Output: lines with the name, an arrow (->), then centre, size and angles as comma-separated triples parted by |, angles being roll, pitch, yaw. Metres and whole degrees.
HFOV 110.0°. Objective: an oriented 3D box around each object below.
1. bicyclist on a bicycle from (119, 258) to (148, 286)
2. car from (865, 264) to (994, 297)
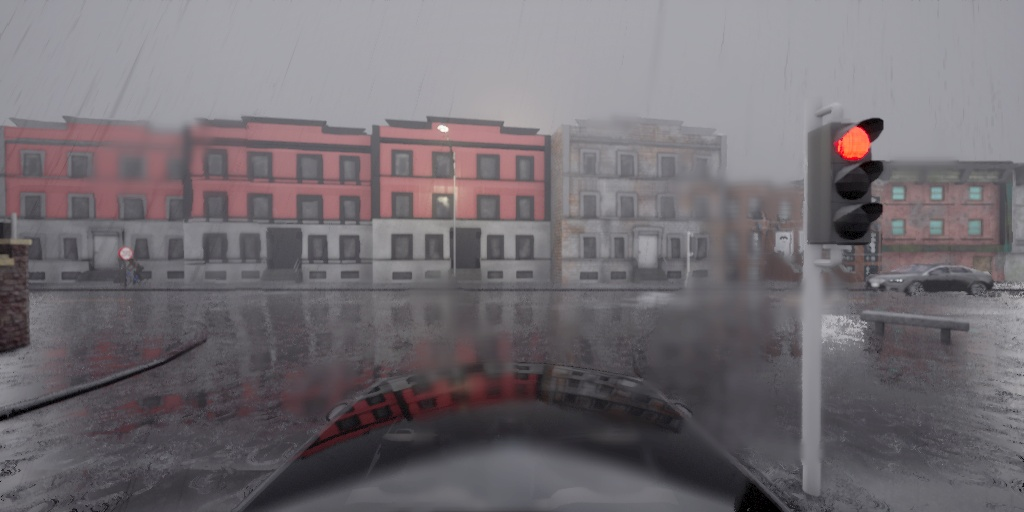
bicyclist on a bicycle -> -22.690, 0.954, 21.510 | 0.582, 1.620, 1.656 | 0, 1, 0
car -> 20.017, 1.127, 17.332 | 4.902, 1.511, 2.128 | 0, 0, 0
